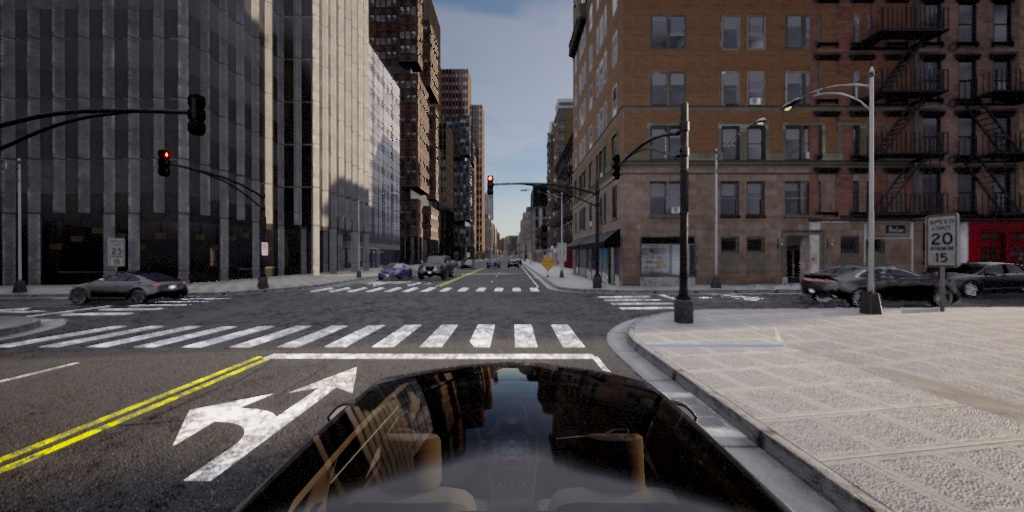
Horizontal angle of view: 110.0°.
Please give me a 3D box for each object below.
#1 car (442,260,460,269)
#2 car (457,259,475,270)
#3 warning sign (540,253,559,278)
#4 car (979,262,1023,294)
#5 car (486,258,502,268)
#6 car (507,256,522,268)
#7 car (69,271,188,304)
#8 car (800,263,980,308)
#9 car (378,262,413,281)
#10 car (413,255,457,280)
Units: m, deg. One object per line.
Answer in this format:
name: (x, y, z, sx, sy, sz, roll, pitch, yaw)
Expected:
car: (-9.664, 1.298, 57.275, 2.033, 1.411, 5.357, 0, 0, 1)
car: (-6.454, 1.254, 52.404, 1.837, 1.490, 4.892, 0, 0, 0)
warning sign: (2.917, 0.861, 29.148, 1.300, 1.860, 1.060, 0, 0, 0)
car: (21.097, 1.052, 16.205, 4.892, 1.490, 1.837, -1, 0, 0)
car: (-3.050, 1.104, 59.501, 2.097, 1.767, 4.553, 0, 0, 1)
car: (0.193, 1.256, 58.752, 1.837, 1.490, 4.892, 0, 0, 0)
car: (-17.640, 1.421, 16.600, 4.181, 1.385, 1.994, -1, 0, 3)
car: (13.789, 1.102, 13.582, 4.902, 1.511, 2.128, 0, 0, 1)
car: (-9.779, 1.272, 30.462, 1.812, 1.442, 4.674, 0, 0, 0)
car: (-6.520, 0.967, 31.168, 2.150, 2.045, 5.566, 0, 0, 0)
